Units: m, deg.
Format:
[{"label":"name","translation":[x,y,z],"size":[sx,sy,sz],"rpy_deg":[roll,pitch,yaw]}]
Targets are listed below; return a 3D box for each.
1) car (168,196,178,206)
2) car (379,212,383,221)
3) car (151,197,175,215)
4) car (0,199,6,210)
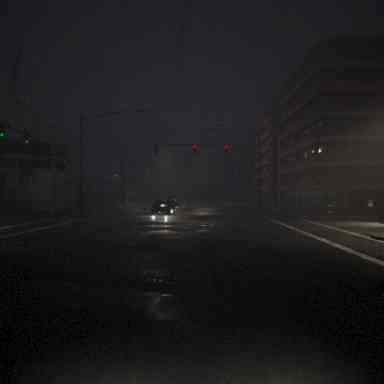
[{"label":"car","translation":[-3.231,1.564,44.118],"size":[1.994,1.385,4.181],"rpy_deg":[0,0,0]},{"label":"car","translation":[15.527,1.564,23.287],"size":[4.181,1.385,1.994],"rpy_deg":[0,0,0]},{"label":"car","translation":[-3.153,1.547,34.731],"size":[2.033,1.411,5.357],"rpy_deg":[0,0,-1]},{"label":"car","translation":[-24.030,1.456,38.948],"size":[3.806,1.475,1.970],"rpy_deg":[0,0,1]}]
